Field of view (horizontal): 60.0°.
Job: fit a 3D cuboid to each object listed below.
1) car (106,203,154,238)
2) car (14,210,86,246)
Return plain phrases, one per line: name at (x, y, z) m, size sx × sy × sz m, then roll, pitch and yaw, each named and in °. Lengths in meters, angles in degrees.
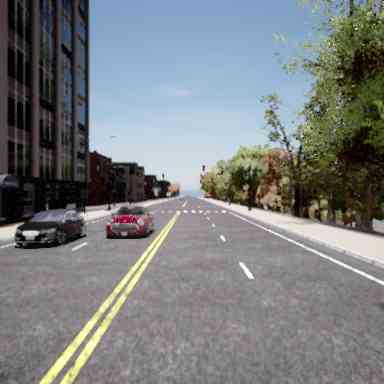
car at (-3.371, 1.516, 18.775) m, size 2.097 × 1.767 × 4.553 m, roll 0°, pitch 0°, yaw 0°
car at (-6.619, 1.634, 16.038) m, size 2.128 × 1.511 × 4.902 m, roll 0°, pitch -1°, yaw 0°
